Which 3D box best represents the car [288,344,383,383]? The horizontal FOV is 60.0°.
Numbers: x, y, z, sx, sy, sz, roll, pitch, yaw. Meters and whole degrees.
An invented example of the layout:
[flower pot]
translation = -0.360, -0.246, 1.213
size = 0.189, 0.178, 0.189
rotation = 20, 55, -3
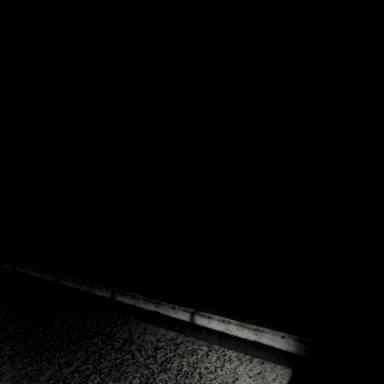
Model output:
[car]
translation = 2.733, 1.537, 1.428
size = 4.674, 1.442, 1.812
rotation = 0, 0, 35
